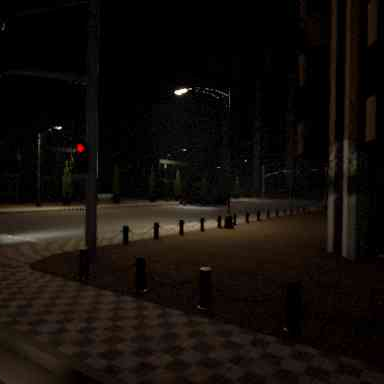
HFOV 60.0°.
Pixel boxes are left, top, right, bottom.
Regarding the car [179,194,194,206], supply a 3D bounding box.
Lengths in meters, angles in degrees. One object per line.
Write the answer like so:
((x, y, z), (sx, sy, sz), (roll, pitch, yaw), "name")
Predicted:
((0.268, 1.044, 43.483), (1.812, 1.442, 4.674), (1, 1, 35), "car")

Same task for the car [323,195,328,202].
((25.719, 1.266, 61.225), (1.895, 1.301, 4.718), (1, 1, 35), "car")

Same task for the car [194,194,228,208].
((2.787, 1.053, 40.996), (1.882, 1.535, 5.008), (1, 1, 35), "car")
